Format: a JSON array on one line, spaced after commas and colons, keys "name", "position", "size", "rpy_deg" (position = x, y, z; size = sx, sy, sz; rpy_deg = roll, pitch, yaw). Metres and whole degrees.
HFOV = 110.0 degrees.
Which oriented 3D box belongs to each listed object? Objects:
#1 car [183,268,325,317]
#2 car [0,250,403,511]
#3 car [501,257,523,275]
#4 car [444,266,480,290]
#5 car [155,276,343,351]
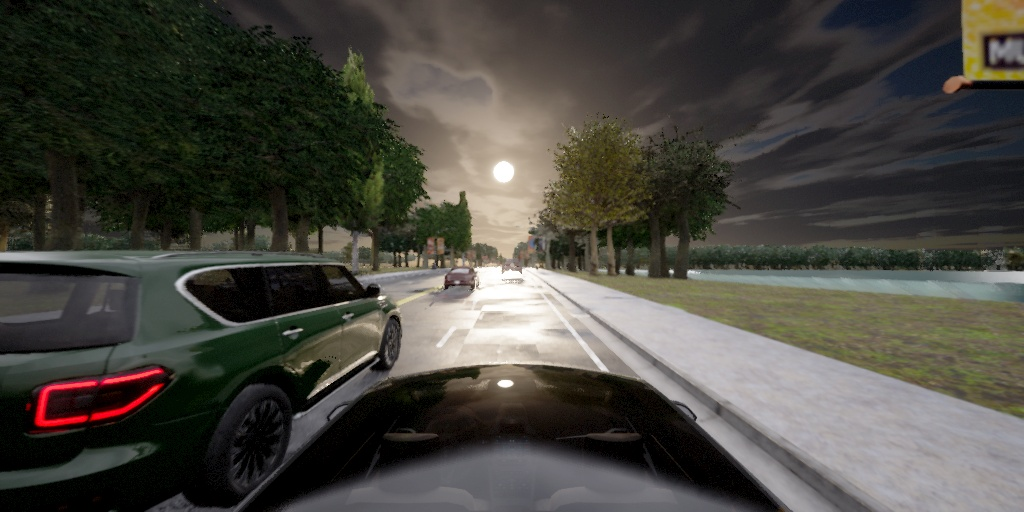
[{"name": "car", "position": [-9.811, 1.279, 14.323], "size": [2.128, 1.511, 4.902], "rpy_deg": [0, 0, 0]}, {"name": "car", "position": [-3.150, 0.976, 4.513], "size": [2.150, 2.045, 5.566], "rpy_deg": [0, 0, 0]}, {"name": "car", "position": [0.007, 0.926, 35.657], "size": [2.097, 1.767, 4.553], "rpy_deg": [0, -1, 0]}, {"name": "car", "position": [-3.146, 1.362, 22.894], "size": [1.812, 1.442, 4.674], "rpy_deg": [0, 0, 0]}, {"name": "car", "position": [-6.583, 1.331, 9.719], "size": [1.994, 1.385, 4.181], "rpy_deg": [0, 0, 0]}]
